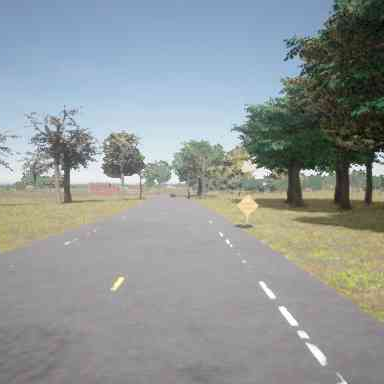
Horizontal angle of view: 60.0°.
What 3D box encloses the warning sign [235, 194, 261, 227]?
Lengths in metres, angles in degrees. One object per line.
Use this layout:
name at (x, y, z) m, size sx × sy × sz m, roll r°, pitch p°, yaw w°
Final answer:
warning sign at (3.306, 1.086, 19.768) m, size 1.300 × 1.860 × 1.060 m, roll 1°, pitch 1°, yaw -2°
